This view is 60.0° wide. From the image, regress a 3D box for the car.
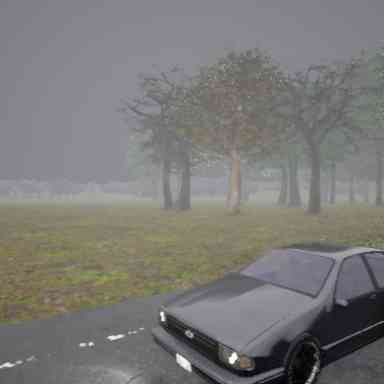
[{"bbox_3d":[2.072,1.566,5.343,5.357,1.411,2.033,0,0,-35],"label":"car"}]
